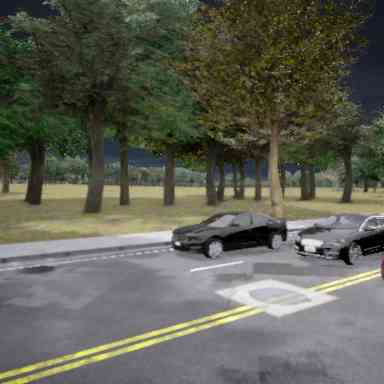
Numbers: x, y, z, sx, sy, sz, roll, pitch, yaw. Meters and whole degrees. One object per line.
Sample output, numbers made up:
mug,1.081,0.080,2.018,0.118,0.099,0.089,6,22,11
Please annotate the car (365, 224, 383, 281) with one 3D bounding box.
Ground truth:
car,6.263,1.526,7.903,4.674,1.442,1.812,0,0,-36

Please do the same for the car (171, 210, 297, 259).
car,1.555,1.479,12.751,5.008,1.535,1.882,0,0,-35

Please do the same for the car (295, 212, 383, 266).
car,5.642,1.492,11.658,4.902,1.511,2.128,0,0,-35
